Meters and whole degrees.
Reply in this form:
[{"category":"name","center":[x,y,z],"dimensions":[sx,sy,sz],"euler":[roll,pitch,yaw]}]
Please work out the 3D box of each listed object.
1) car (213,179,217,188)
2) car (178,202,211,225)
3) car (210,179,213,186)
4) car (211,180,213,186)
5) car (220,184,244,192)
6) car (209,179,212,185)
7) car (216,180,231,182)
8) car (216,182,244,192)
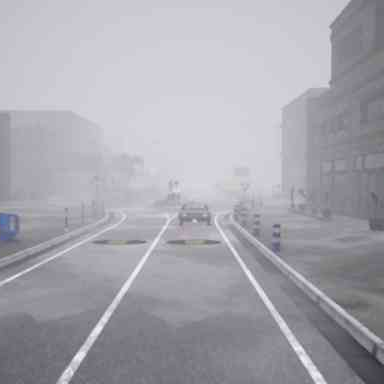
[{"category":"car","center":[8.082,-1.460,74.110],"dimensions":[5.566,2.045,2.435],"euler":[0,3,-1]},{"category":"car","center":[0.240,1.280,20.897],"dimensions":[1.895,1.301,4.718],"euler":[0,1,2]},{"category":"car","center":[7.853,-1.880,87.886],"dimensions":[4.792,1.488,2.163],"euler":[0,3,-1]},{"category":"car","center":[7.924,-1.776,85.133],"dimensions":[4.892,1.521,2.231],"euler":[0,3,-1]},{"category":"car","center":[8.125,-0.863,68.624],"dimensions":[4.674,1.452,2.002],"euler":[0,3,-1]},{"category":"car","center":[7.854,-2.039,90.638],"dimensions":[5.008,1.535,2.097],"euler":[0,3,-1]},{"category":"car","center":[8.055,-1.183,71.365],"dimensions":[4.553,1.767,2.185],"euler":[0,3,-1]},{"category":"car","center":[7.970,-0.748,65.866],"dimensions":[5.366,1.575,1.946],"euler":[0,3,-1]}]
